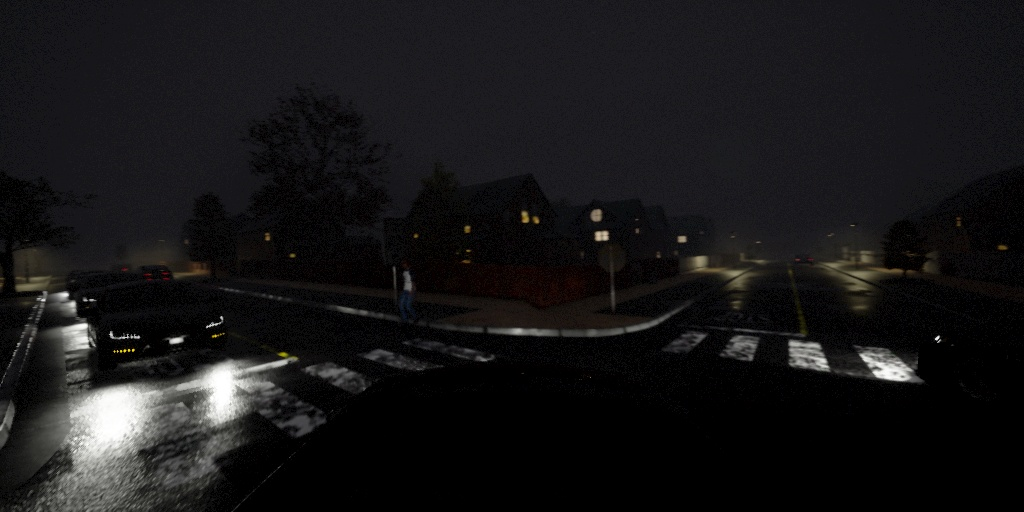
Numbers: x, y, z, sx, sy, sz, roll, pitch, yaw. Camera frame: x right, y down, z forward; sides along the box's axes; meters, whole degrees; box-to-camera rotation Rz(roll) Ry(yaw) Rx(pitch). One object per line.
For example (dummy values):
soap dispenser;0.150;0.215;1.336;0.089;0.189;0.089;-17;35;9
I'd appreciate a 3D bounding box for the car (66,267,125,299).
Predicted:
car;-23.402;1.546;20.159;4.181;1.385;1.994;-1;2;38

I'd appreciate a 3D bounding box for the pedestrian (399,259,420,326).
pedestrian;-2.719;0.899;9.631;0.375;1.860;0.375;-2;0;38

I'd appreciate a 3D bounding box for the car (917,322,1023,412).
car;6.796;1.117;3.205;1.994;1.385;4.181;-1;0;-13

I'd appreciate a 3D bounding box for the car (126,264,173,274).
car;-26.256;1.428;26.142;4.892;1.490;1.837;-1;2;38

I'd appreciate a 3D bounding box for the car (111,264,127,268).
car;-42.350;1.612;38.803;4.892;1.490;1.837;-1;2;39

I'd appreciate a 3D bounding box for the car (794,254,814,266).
car;35.601;0.462;43.832;2.033;1.411;5.357;-2;0;37

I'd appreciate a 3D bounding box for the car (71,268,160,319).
car;-15.560;1.408;13.982;4.892;1.490;1.837;-1;2;38

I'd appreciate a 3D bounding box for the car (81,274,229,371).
car;-8.144;1.339;8.143;4.892;1.490;1.837;-1;2;38
